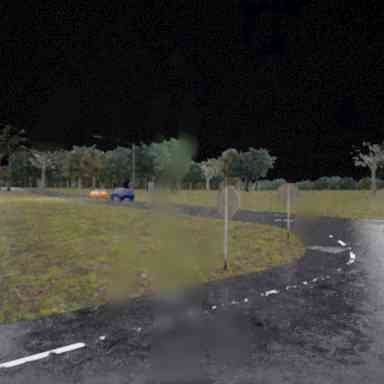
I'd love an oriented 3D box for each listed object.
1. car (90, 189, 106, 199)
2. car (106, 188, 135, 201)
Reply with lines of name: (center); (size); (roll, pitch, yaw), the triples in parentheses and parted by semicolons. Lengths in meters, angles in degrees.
car: (-16.800, 0.280, 59.928); (2.097, 1.767, 4.553); (1, 1, -35)
car: (-10.823, 0.351, 51.468); (2.150, 2.045, 5.566); (1, 1, -35)
